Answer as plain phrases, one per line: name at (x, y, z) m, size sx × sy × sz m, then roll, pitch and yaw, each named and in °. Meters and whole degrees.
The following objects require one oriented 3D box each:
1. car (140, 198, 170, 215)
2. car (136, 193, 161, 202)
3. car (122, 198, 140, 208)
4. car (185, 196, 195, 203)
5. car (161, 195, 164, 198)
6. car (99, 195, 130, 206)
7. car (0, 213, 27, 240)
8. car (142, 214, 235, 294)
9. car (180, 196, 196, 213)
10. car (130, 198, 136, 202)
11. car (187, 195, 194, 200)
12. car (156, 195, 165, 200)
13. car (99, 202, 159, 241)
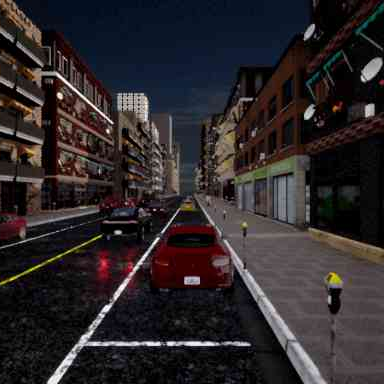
car at (-3.138, 1.548, 30.607) m, size 2.033 × 1.411 × 5.357 m, roll 0°, pitch 0°, yaw 0°
car at (-6.154, 1.224, 47.592) m, size 2.150 × 2.045 × 5.566 m, roll 0°, pitch 0°, yaw 0°
car at (-8.834, 1.543, 48.430) m, size 1.887 × 1.381 × 4.507 m, roll 0°, pitch 0°, yaw 0°
car at (-0.453, 1.545, 70.970) m, size 2.008 × 1.369 × 4.403 m, roll 0°, pitch 0°, yaw 0°
car at (-8.834, 1.541, 87.882) m, size 2.008 × 1.369 × 4.403 m, roll 0°, pitch 0°, yaw 0°
car at (-8.833, 1.314, 37.157) m, size 2.192 × 1.841 × 5.009 m, roll 0°, pitch 0°, yaw 0°
car at (-8.835, 1.583, 14.612) m, size 1.802 × 1.307 × 4.206 m, roll 0°, pitch 0°, yaw 0°
car at (0.004, 1.526, 8.649) m, size 1.812 × 1.442 × 4.674 m, roll 0°, pitch 0°, yaw 0°
car at (-0.454, 1.525, 37.323) m, size 1.752 × 1.417 × 4.829 m, roll 0°, pitch 0°, yaw 0°
car at (-8.834, 1.439, 42.793) m, size 1.967 × 1.590 × 4.097 m, roll 0°, pitch 0°, yaw 0°
car at (-0.452, 1.513, 93.685) m, size 1.752 × 1.417 × 4.829 m, roll 0°, pitch 0°, yaw 0°
car at (-8.834, 1.539, 93.519) m, size 2.008 × 1.369 × 4.403 m, roll 0°, pitch 0°, yaw 0°
car at (-3.129, 1.494, 16.579) m, size 2.128 × 1.511 × 4.902 m, roll 0°, pitch 0°, yaw 0°
